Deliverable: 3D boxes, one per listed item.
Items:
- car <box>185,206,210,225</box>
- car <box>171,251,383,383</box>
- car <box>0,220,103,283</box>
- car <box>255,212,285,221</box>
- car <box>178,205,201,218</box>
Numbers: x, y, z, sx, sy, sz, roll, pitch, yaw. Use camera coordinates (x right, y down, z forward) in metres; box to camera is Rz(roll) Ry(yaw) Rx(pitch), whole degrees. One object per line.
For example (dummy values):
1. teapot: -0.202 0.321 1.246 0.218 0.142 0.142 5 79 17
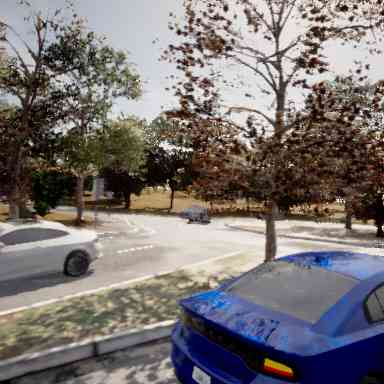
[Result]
1. car: 0.725 2.299 31.386 1.994 1.385 4.181 3 -2 4
2. car: 2.150 1.525 4.296 5.008 1.535 1.882 1 -1 -34
3. car: -4.428 1.453 8.080 1.812 1.442 4.674 1 1 41
4. car: 10.999 3.372 46.653 4.181 1.385 1.994 4 -2 -23
5. car: 0.241 2.399 40.848 2.097 1.767 4.553 2 -2 33
